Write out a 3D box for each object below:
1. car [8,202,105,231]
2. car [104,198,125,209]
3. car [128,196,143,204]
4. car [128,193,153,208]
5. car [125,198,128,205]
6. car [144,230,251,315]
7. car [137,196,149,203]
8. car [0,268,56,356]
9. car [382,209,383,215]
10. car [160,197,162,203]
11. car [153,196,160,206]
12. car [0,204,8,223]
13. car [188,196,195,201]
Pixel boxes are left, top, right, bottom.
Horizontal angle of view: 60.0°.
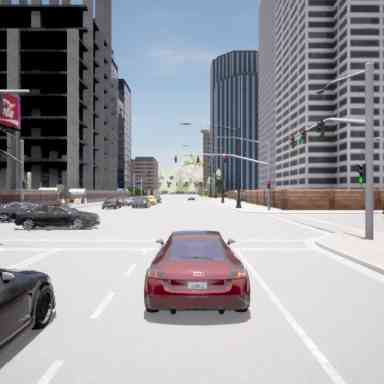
[{"bbox_3d":[-8.106,1.504,20.214,4.892,1.490,1.837,0,0,0],"label":"car"},{"bbox_3d":[-10.669,1.526,44.493,1.812,1.442,4.674,0,0,0],"label":"car"},{"bbox_3d":[-10.622,1.564,62.749,1.994,1.385,4.181,0,0,0],"label":"car"},{"bbox_3d":[-7.166,1.352,47.037,2.097,1.767,4.553,0,0,0],"label":"car"},{"bbox_3d":[-10.645,1.601,53.601,1.895,1.301,4.718,0,0,0],"label":"car"},{"bbox_3d":[0.088,1.564,7.680,1.994,1.385,4.181,0,0,0],"label":"car"},{"bbox_3d":[-10.627,1.552,72.743,1.994,1.385,4.181,0,0,0],"label":"car"},{"bbox_3d":[-3.414,1.564,4.263,1.994,1.385,4.181,0,0,0],"label":"car"},{"bbox_3d":[18.502,1.601,27.603,4.718,1.301,1.895,0,0,0],"label":"car"},{"bbox_3d":[-7.117,1.505,66.571,1.837,1.490,4.892,0,0,0],"label":"car"},{"bbox_3d":[-7.129,1.477,56.373,1.882,1.535,5.008,0,0,0],"label":"car"},{"bbox_3d":[-12.534,1.491,25.351,4.902,1.511,2.128,0,0,-22],"label":"car"},{"bbox_3d":[-0.148,1.595,84.260,1.895,1.301,4.718,0,0,0],"label":"car"}]
